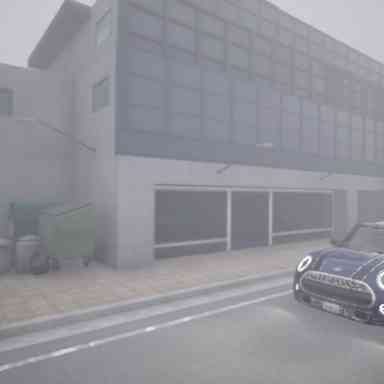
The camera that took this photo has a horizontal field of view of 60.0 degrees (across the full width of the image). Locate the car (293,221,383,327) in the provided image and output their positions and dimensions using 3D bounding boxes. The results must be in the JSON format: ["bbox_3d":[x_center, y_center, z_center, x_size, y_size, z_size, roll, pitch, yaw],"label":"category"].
[{"bbox_3d":[4.242,1.449,7.164,4.553,1.767,2.097,1,-1,-37],"label":"car"}]
